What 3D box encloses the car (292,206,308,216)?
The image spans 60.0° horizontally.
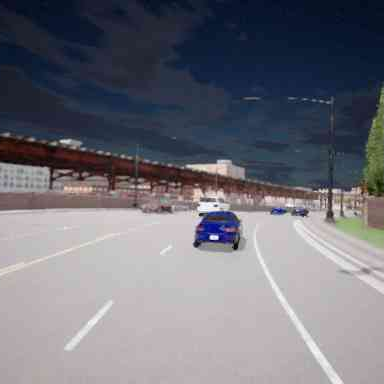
[{"bbox_3d":[19.522,3.394,59.893,2.097,1.767,4.553,1,-3,31],"label":"car"}]

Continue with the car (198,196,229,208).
[{"bbox_3d":[2.245,1.502,33.245,2.150,2.045,5.566,1,-2,19],"label":"car"}]

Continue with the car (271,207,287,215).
[{"bbox_3d":[15.928,3.396,60.654,1.882,1.535,5.008,1,-3,30],"label":"car"}]

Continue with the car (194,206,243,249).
[{"bbox_3d":[1.261,1.568,14.843,1.812,1.442,4.674,1,0,11],"label":"car"}]

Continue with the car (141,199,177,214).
[{"bbox_3d":[-3.871,1.546,37.262,2.097,1.767,4.553,1,-2,21],"label":"car"}]

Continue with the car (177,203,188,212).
[{"bbox_3d":[-2.390,2.283,49.629,1.895,1.301,4.718,1,-3,27],"label":"car"}]
